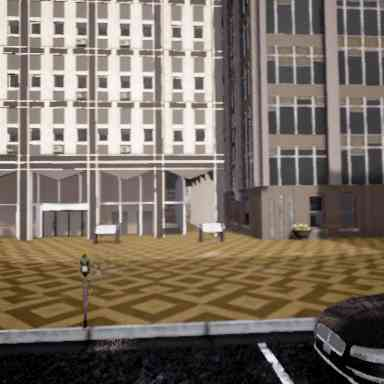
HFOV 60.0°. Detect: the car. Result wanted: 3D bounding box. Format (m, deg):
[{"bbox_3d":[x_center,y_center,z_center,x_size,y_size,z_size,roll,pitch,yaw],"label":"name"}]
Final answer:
[{"bbox_3d":[3.832,1.665,4.264,4.403,1.369,2.008,-1,-2,-5],"label":"car"}]
